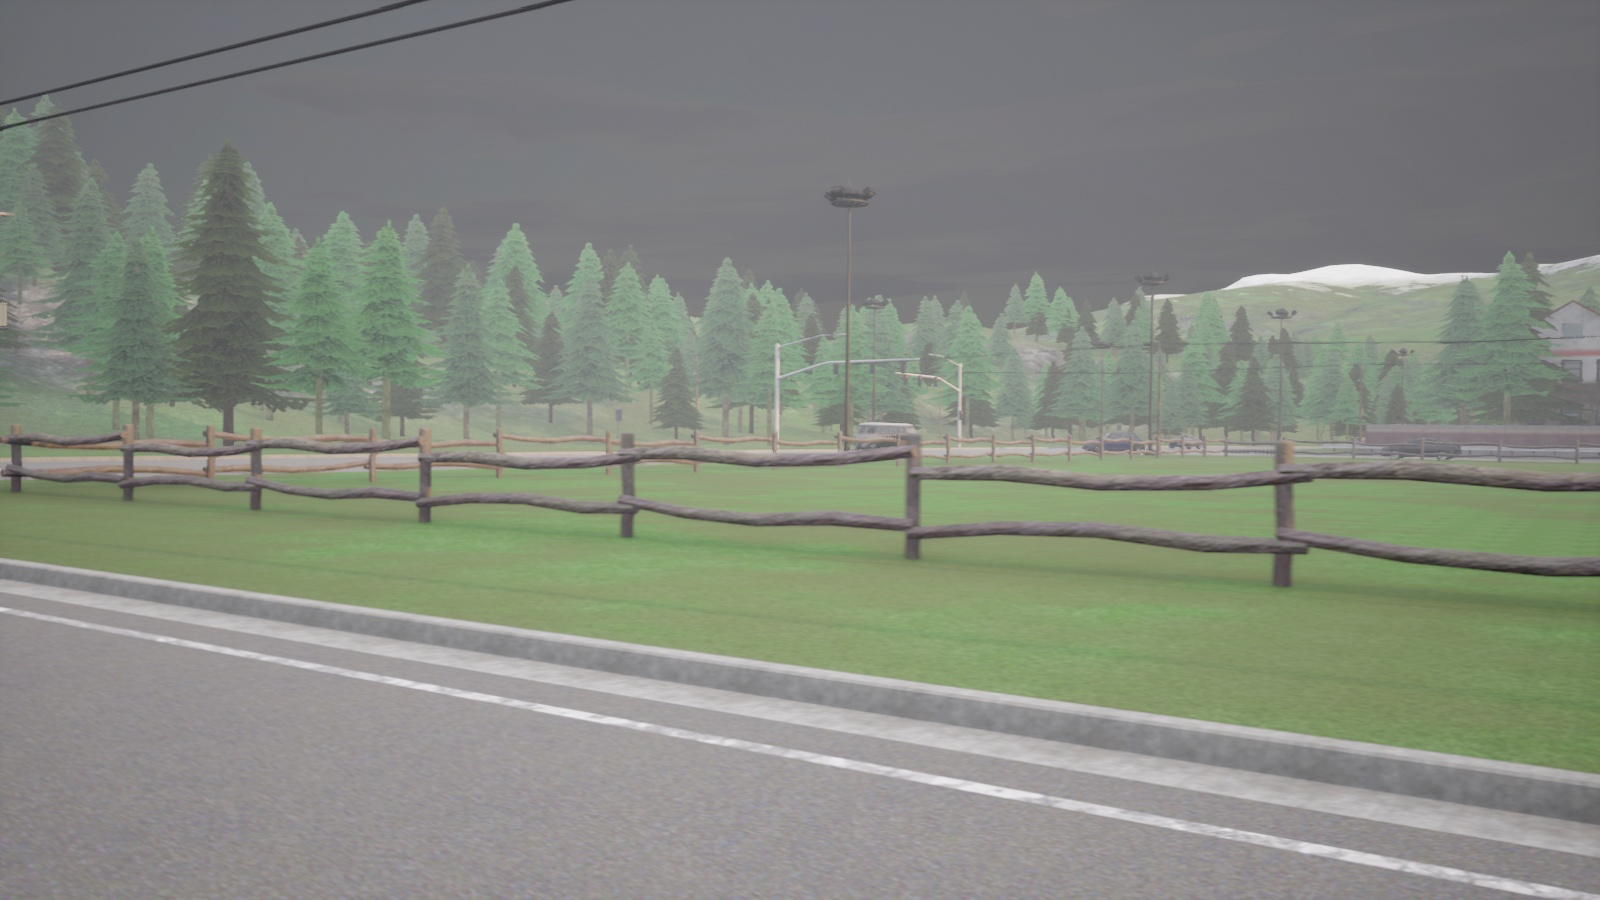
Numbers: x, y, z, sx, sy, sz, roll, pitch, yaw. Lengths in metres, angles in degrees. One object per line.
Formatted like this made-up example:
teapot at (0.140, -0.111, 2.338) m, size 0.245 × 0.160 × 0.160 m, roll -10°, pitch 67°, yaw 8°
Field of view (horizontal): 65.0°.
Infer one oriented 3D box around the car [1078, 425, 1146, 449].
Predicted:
car at (23.504, -0.992, 94.698) m, size 4.553 × 1.767 × 2.097 m, roll 0°, pitch 1°, yaw -4°

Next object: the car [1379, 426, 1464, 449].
car at (41.517, -0.813, 83.924) m, size 4.892 × 1.490 × 1.837 m, roll 0°, pitch 1°, yaw 34°

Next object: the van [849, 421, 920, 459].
van at (4.569, -0.555, 67.347) m, size 1.775 × 1.987 × 4.442 m, roll 0°, pitch 1°, yaw 34°
